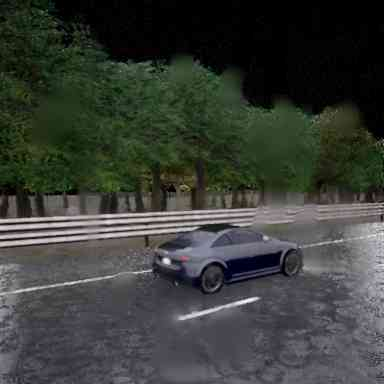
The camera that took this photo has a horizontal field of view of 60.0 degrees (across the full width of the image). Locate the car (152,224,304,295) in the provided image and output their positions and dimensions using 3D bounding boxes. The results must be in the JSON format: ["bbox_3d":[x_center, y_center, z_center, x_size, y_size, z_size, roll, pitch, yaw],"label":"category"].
[{"bbox_3d":[1.049,1.553,8.793,4.181,1.385,1.994,0,0,-35],"label":"car"}]
